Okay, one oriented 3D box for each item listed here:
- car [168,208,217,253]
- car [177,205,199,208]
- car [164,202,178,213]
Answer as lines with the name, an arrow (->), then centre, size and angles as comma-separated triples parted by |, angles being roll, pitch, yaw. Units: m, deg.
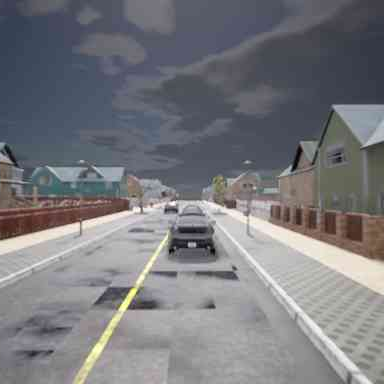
car -> 0.010, 1.650, 14.311 | 1.837, 1.490, 4.892 | 0, 0, 0
car -> 0.017, 1.866, 29.323 | 1.994, 1.385, 4.181 | 0, -1, 0
car -> -2.729, 2.028, 44.772 | 2.033, 1.411, 5.357 | 0, -1, 0
